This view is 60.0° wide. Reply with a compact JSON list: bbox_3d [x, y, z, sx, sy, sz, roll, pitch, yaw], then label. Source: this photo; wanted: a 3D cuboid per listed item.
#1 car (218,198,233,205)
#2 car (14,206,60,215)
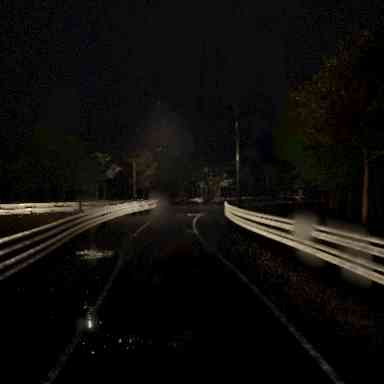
[{"bbox_3d":[7.170,1.918,68.937,1.994,1.385,4.181,-2,-1,39],"label":"car"},{"bbox_3d":[-17.554,1.883,38.008,1.895,1.301,4.718,-2,-1,39],"label":"car"}]
